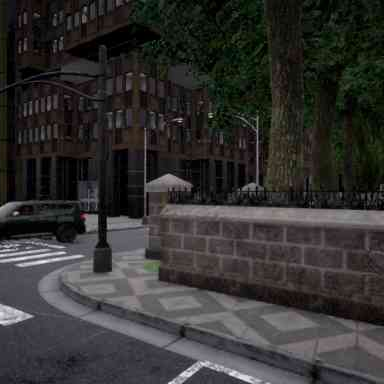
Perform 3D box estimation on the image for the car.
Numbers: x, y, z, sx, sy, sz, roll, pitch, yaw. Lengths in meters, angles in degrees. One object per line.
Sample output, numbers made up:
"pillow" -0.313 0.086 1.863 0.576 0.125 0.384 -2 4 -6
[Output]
"car" -7.683 1.414 15.318 2.150 2.045 5.566 0 -1 41
